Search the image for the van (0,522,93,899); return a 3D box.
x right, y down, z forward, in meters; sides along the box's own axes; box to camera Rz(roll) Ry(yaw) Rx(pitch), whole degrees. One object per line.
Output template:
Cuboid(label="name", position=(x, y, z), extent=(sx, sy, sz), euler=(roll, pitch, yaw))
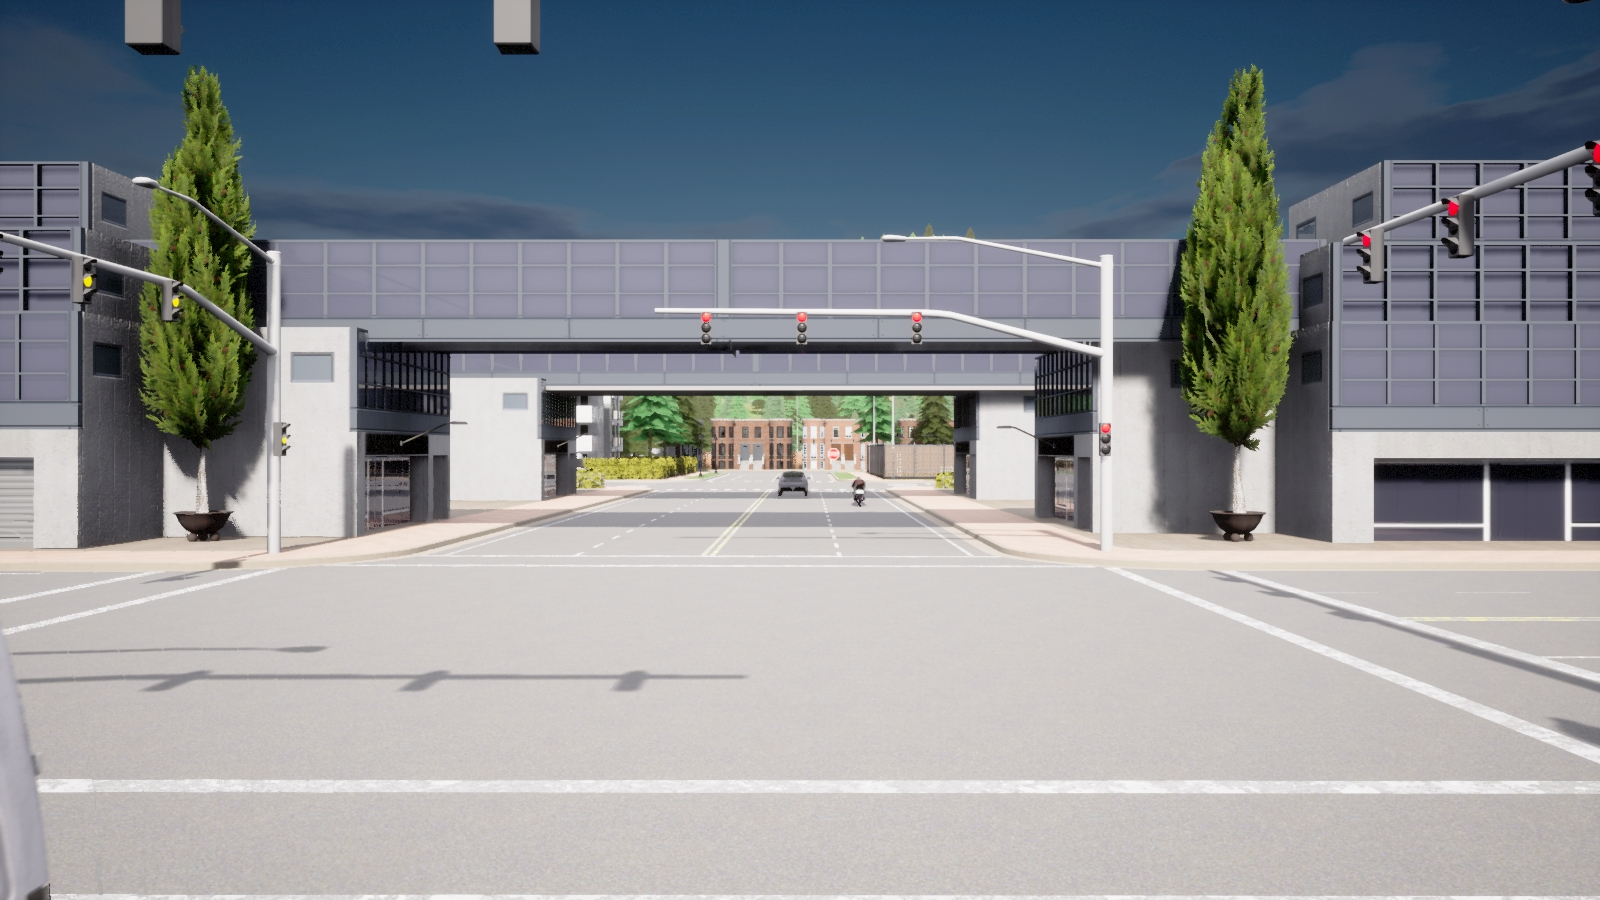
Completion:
Cuboid(label="van", position=(-3.530, 1.534, 1.104), extent=(1.988, 2.561, 5.915), euler=(0, 0, 1))

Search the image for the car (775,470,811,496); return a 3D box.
Cuboid(label="car", position=(-0.410, 2.061, 71.563), extent=(2.231, 1.480, 4.892), euler=(0, 0, 0))

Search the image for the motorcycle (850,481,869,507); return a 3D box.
Cuboid(label="motorcycle", position=(2.981, 2.205, 57.805), extent=(0.867, 1.251, 2.209), euler=(0, 0, 0))
